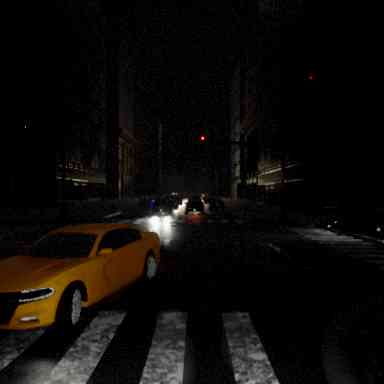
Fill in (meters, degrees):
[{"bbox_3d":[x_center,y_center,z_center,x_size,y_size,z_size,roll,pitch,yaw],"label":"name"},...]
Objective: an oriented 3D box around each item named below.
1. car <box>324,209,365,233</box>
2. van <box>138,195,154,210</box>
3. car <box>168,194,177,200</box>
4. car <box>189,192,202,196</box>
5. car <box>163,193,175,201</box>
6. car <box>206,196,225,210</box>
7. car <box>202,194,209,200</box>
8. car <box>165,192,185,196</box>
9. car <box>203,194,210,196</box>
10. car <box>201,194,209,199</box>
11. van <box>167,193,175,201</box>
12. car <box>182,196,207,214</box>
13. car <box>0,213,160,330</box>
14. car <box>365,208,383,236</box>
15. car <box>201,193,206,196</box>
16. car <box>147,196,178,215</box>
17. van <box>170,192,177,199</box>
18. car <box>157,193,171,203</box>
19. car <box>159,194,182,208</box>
[{"bbox_3d":[10.876,1.695,19.886,5.357,1.411,2.033,1,0,1],"label":"car"},{"bbox_3d":[-5.511,1.244,40.727,1.690,1.788,3.998,0,0,1],"label":"van"},{"bbox_3d":[-5.074,1.273,85.915,1.887,1.381,4.507,0,0,1],"label":"car"},{"bbox_3d":[0.659,1.285,73.234,1.837,1.490,4.892,0,0,1],"label":"car"},{"bbox_3d":[-5.182,1.094,74.618,2.192,1.841,5.009,0,0,1],"label":"car"},{"bbox_3d":[3.013,1.468,40.646,1.947,1.339,4.313,0,0,1],"label":"car"},{"bbox_3d":[3.450,1.309,85.837,1.802,1.307,4.206,0,0,1],"label":"car"},{"bbox_3d":[-2.612,1.217,52.381,2.097,1.767,4.553,0,0,1],"label":"car"},{"bbox_3d":[3.177,1.428,57.593,1.802,1.307,4.206,0,0,1],"label":"car"},{"bbox_3d":[3.505,1.253,91.485,2.008,1.369,4.403,0,0,1],"label":"car"},{"bbox_3d":[-5.128,1.095,80.267,1.690,1.788,3.998,0,0,1],"label":"van"},{"bbox_3d":[0.298,1.426,34.234,1.837,1.490,4.892,0,0,1],"label":"car"},{"bbox_3d":[-2.338,1.462,7.251,1.882,1.535,5.008,-1,0,17],"label":"car"},{"bbox_3d":[11.776,1.644,16.610,4.902,1.511,2.128,1,0,0],"label":"car"},{"bbox_3d":[3.287,1.347,68.890,1.887,1.381,4.507,0,0,1],"label":"car"},{"bbox_3d":[-2.818,1.415,33.198,2.128,1.511,4.902,0,0,1],"label":"car"},{"bbox_3d":[-5.018,1.043,91.563,1.690,1.788,3.998,0,0,1],"label":"van"},{"bbox_3d":[-5.292,1.140,63.321,2.192,1.841,5.009,0,0,1],"label":"car"},{"bbox_3d":[-2.726,1.374,42.637,1.882,1.535,5.008,0,0,1],"label":"car"}]
